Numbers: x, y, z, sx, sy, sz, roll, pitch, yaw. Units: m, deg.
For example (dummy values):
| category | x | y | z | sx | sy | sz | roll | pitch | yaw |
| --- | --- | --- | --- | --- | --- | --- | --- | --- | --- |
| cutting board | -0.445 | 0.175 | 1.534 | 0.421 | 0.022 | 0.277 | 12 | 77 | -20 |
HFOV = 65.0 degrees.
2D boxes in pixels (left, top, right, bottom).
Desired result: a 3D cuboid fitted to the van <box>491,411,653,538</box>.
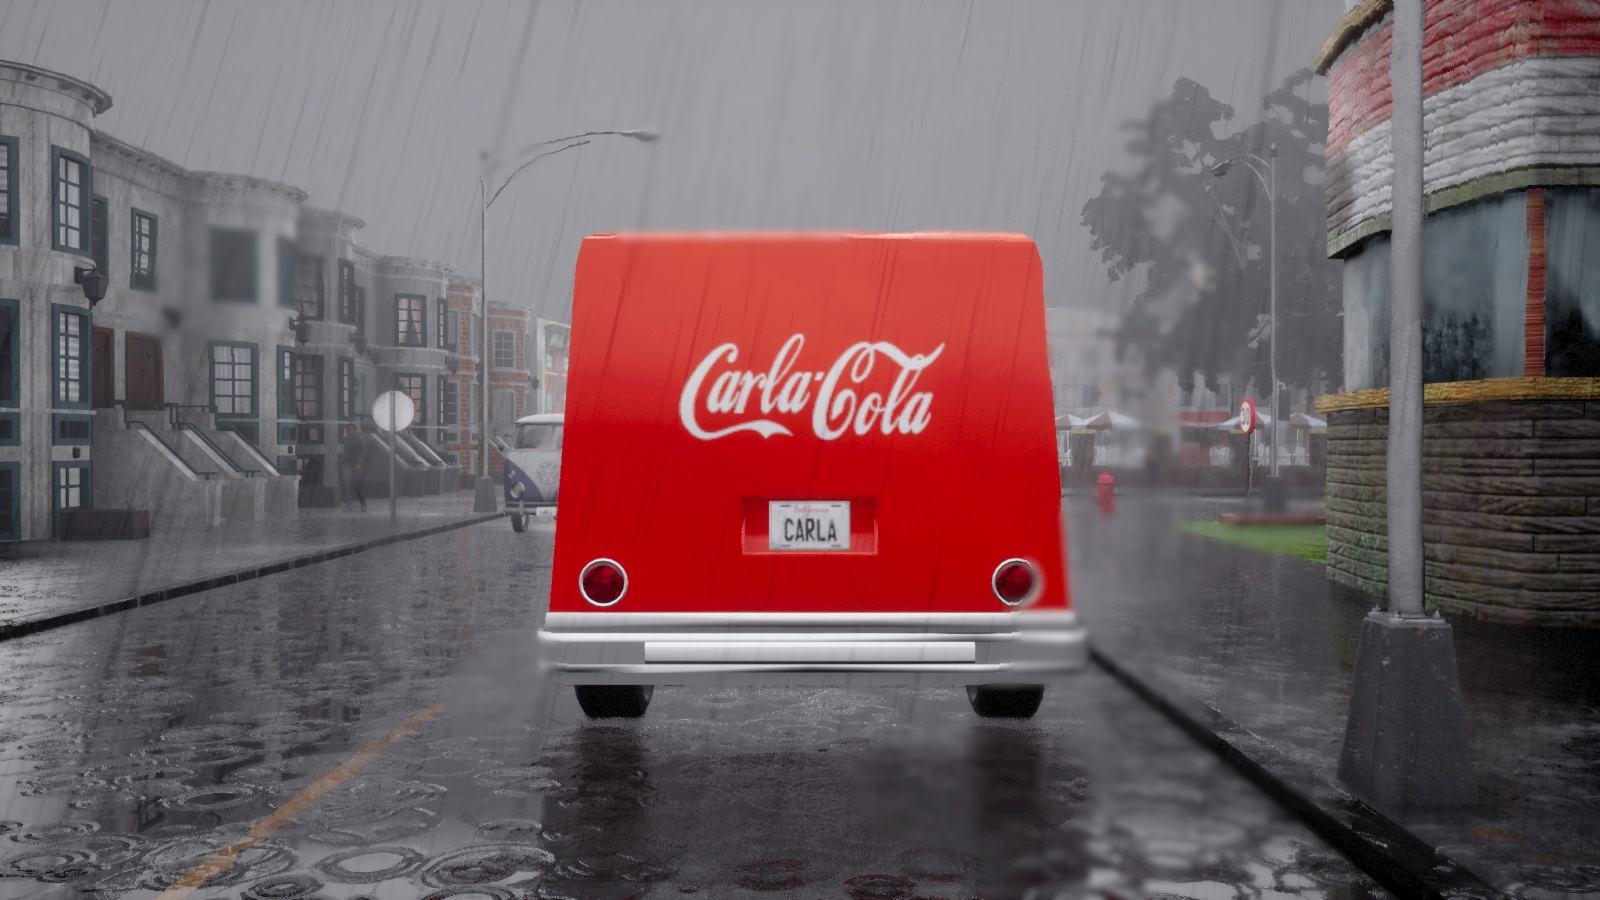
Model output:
| category | x | y | z | sx | sy | sz | roll | pitch | yaw |
| --- | --- | --- | --- | --- | --- | --- | --- | --- | --- |
| van | -3.845 | 0.373 | 21.969 | 1.775 | 1.987 | 4.442 | 0 | 0 | 4 |

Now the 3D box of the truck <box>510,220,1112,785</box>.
| category | x | y | z | sx | sy | sz | roll | pitch | yaw |
| --- | --- | --- | --- | --- | --- | --- | --- | --- | --- |
| truck | 0.060 | 0.214 | 8.087 | 2.627 | 2.467 | 5.204 | 0 | 0 | 0 |

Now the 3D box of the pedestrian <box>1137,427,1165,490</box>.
| category | x | y | z | sx | sy | sz | roll | pitch | yaw |
| --- | --- | --- | --- | --- | --- | --- | --- | --- | --- |
| pedestrian | 10.506 | 0.252 | 37.637 | 0.694 | 1.848 | 0.540 | 0 | 0 | 2 |

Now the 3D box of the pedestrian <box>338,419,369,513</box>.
| category | x | y | z | sx | sy | sz | roll | pitch | yaw |
| --- | --- | --- | --- | --- | --- | --- | --- | --- | --- |
| pedestrian | -8.876 | 0.308 | 24.994 | 0.353 | 1.847 | 0.614 | 0 | 0 | 5 |
